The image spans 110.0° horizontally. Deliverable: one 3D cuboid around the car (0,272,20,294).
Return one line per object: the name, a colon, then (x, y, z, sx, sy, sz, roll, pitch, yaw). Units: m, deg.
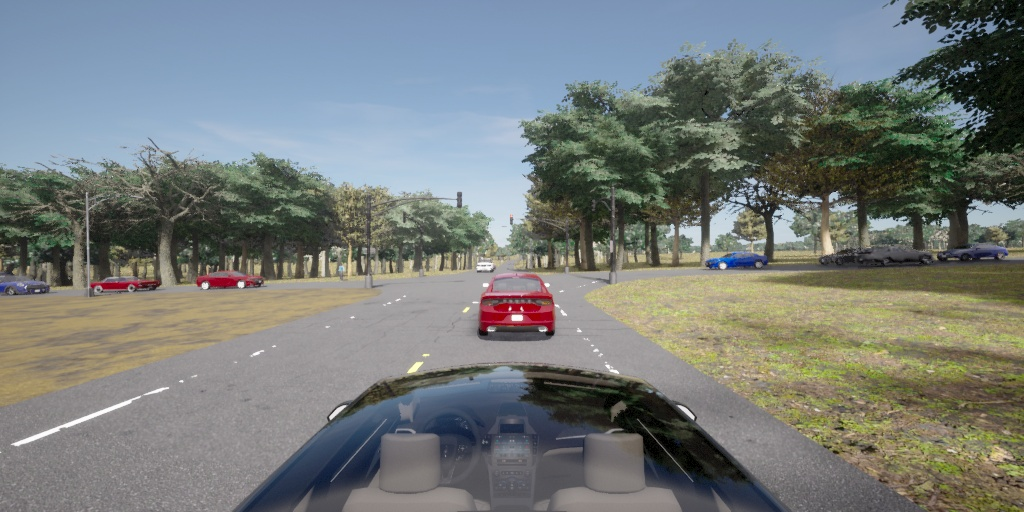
car: (-52.469, 2.694, 35.255, 5.566, 2.045, 2.150, -1, -1, 3)

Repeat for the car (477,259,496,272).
car: (-3.924, 1.396, 53.047, 2.150, 2.045, 5.566, 0, -1, 1)

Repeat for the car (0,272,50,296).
car: (-43.328, 2.503, 31.167, 4.553, 1.767, 2.097, -2, -1, 3)

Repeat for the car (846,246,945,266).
car: (29.783, -0.016, 27.983, 4.902, 1.511, 2.128, -2, -1, 3)

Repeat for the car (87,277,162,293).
car: (-33.048, 2.417, 30.675, 4.718, 1.301, 1.895, -2, -1, 3)

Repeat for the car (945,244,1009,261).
car: (40.038, -0.335, 31.226, 4.674, 1.442, 1.812, -2, -1, 2)

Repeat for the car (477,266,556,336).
car: (0.127, 1.230, 10.484, 1.882, 1.535, 5.008, 0, 0, 0)

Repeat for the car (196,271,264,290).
car: (-23.690, 1.976, 30.255, 5.008, 1.535, 1.882, -2, -1, 2)

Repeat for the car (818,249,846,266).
car: (29.861, 0.054, 31.673, 4.674, 1.442, 1.812, -2, -1, 2)

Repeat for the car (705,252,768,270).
car: (20.001, 0.394, 32.089, 5.008, 1.535, 1.882, -2, -1, 2)

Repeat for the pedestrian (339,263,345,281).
pedestrian: (-17.914, 1.668, 37.603, 0.375, 1.860, 0.375, 0, 1, 3)
